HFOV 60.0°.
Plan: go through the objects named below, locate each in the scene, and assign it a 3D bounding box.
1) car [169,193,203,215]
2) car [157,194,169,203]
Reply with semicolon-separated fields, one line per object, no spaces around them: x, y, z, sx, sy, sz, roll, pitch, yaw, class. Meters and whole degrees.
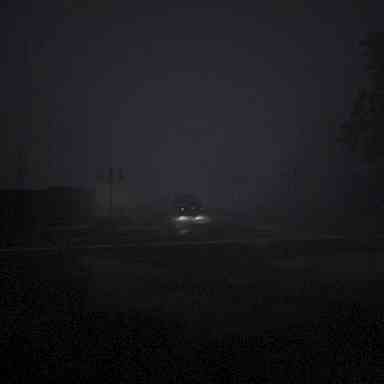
-0.564;1.147;33.217;2.150;2.045;5.566;-1;0;-13;car
-4.022;1.023;48.205;1.837;1.490;4.892;-1;0;-13;car
